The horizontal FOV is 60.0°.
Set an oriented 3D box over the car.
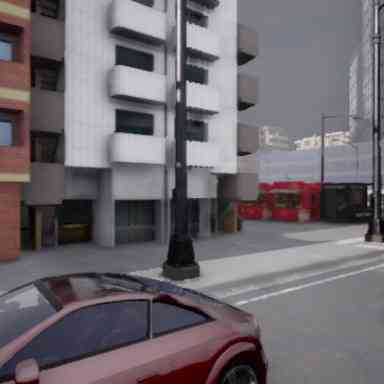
[{"bbox_3d":[-1.244,1.563,3.105,4.181,1.385,1.994,0,0,-35],"label":"car"}]
